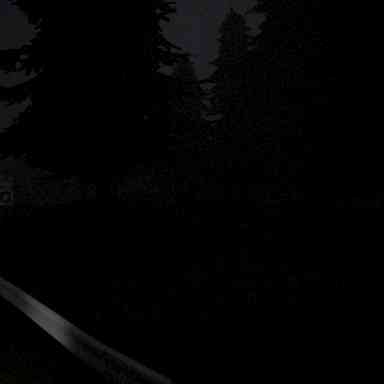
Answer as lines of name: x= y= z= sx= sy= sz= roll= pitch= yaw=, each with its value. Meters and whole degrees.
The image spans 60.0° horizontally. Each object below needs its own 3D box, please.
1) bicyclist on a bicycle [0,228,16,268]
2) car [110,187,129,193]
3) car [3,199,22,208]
bicyclist on a bicycle: x=-4.514 y=1.320 z=7.382 sx=0.582 sy=1.620 sz=1.656 roll=-1 pitch=-1 yaw=35
car: x=-13.076 y=-0.141 z=60.343 sx=2.097 sy=1.767 sz=4.553 roll=-4 pitch=2 yaw=12
car: x=-15.069 y=1.144 z=26.517 sx=2.033 sy=1.411 sz=5.357 roll=-4 pitch=2 yaw=6
